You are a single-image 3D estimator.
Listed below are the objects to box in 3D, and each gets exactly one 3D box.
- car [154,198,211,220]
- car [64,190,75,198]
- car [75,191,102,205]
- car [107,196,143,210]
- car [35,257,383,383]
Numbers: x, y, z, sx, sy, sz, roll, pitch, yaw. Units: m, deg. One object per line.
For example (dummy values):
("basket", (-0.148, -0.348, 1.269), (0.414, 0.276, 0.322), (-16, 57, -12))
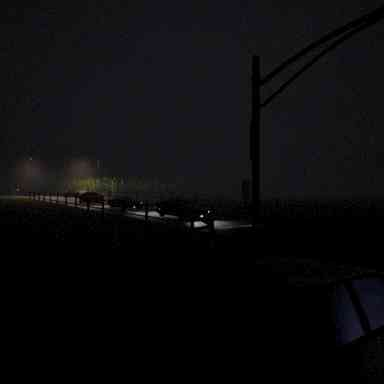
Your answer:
("car", (-0.854, 1.180, 24.355), (2.033, 1.411, 5.357), (0, 1, -35))
("car", (-22.508, 0.356, 62.019), (1.882, 1.535, 5.008), (0, 1, -35))
("car", (-12.444, 0.744, 41.067), (1.882, 1.535, 5.008), (0, 1, -35))
("car", (-6.586, 1.052, 32.610), (1.895, 1.301, 4.718), (0, 1, -35))
("car", (1.134, 1.547, 3.795), (5.357, 1.411, 2.033), (0, 0, -35))
